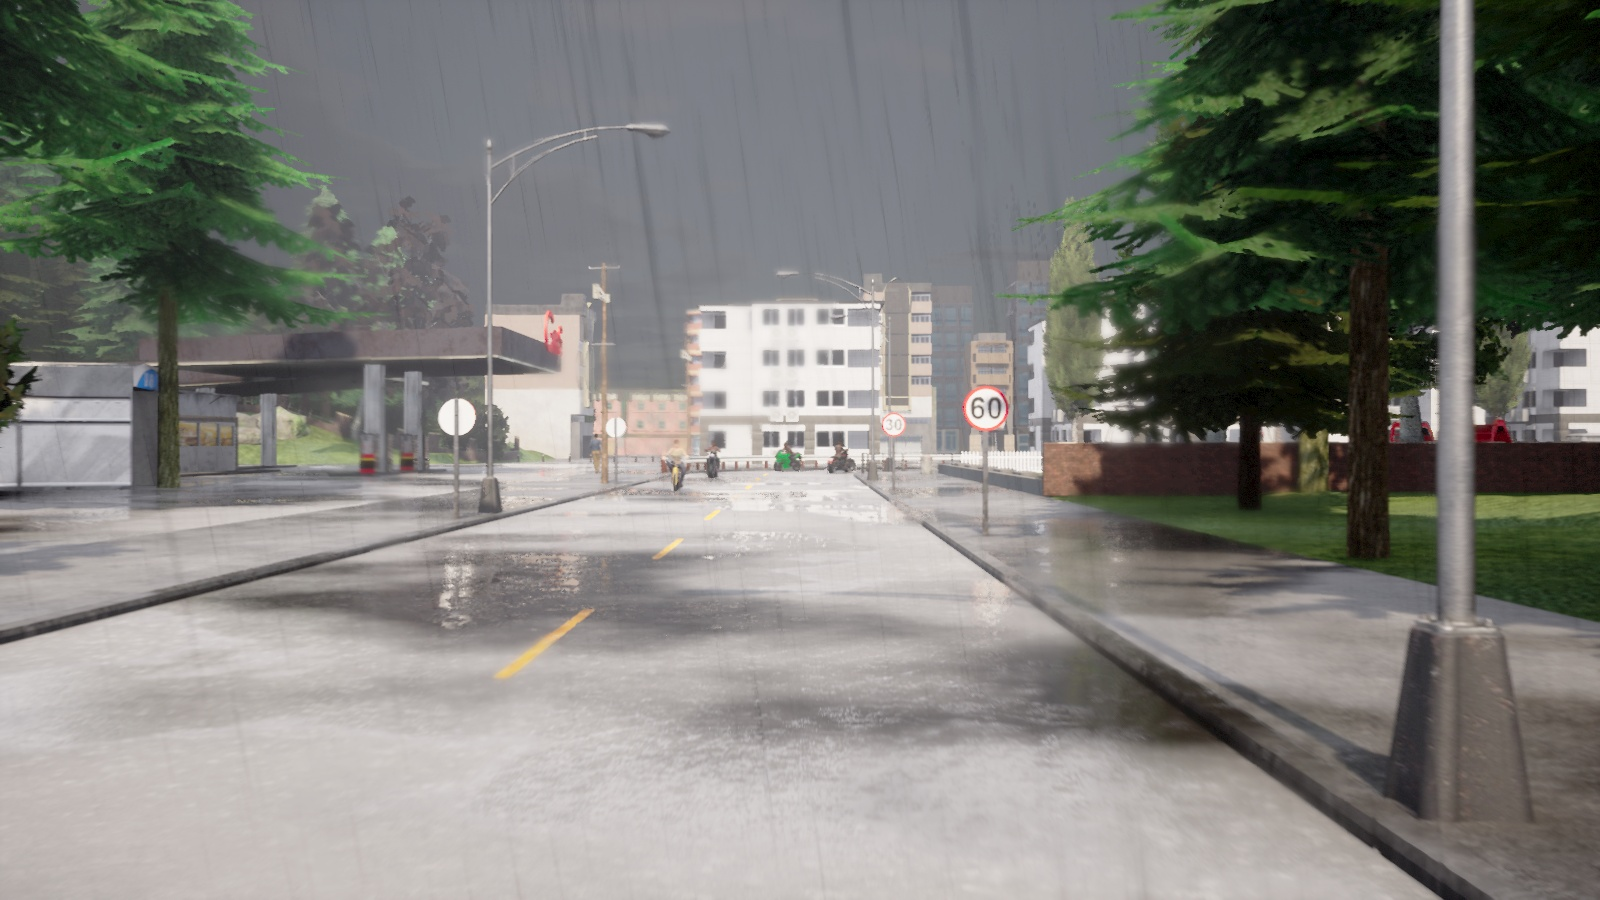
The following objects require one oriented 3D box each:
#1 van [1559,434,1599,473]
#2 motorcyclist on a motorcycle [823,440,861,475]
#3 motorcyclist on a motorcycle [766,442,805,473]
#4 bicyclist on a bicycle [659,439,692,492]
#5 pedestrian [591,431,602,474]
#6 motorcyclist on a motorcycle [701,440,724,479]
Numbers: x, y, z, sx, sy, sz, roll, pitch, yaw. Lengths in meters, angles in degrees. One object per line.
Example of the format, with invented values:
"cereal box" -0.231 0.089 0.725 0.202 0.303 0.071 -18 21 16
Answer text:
"van" 41.880 0.168 64.712 4.442 1.987 1.775 0 0 0
"motorcyclist on a motorcycle" 2.054 0.353 61.443 0.766 1.649 2.350 2 1 31
"motorcyclist on a motorcycle" -0.730 0.366 64.598 0.797 1.523 2.044 2 2 43
"bicyclist on a bicycle" -3.803 0.463 38.428 0.866 1.612 1.509 0 0 0
"pedestrian" -9.261 0.127 57.082 0.423 1.949 0.788 0 0 -3
"motorcyclist on a motorcycle" -3.733 0.391 53.687 0.766 1.649 2.350 0 1 1
